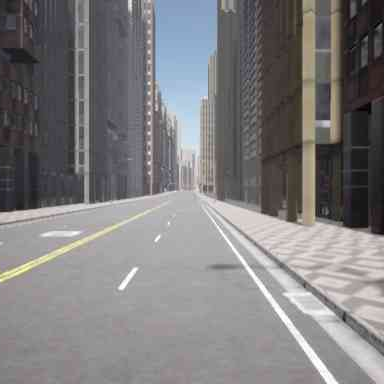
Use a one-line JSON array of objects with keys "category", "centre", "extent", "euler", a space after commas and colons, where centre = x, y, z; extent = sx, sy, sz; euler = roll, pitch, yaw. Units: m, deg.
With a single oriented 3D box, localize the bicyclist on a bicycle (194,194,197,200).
[{"category": "bicyclist on a bicycle", "centre": [0.881, 1.289, 90.486], "extent": [0.582, 1.620, 1.656], "euler": [-1, 0, 0]}]
